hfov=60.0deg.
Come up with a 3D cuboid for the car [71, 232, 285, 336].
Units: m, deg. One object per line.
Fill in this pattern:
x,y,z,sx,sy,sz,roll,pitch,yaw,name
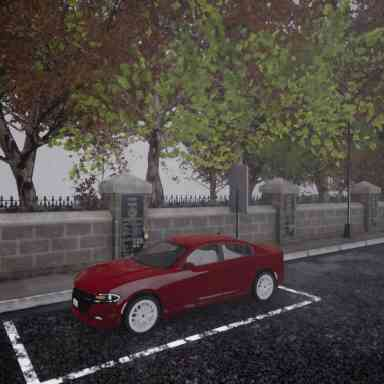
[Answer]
-0.052,1.545,6.681,4.507,1.381,1.887,0,0,-36,car
